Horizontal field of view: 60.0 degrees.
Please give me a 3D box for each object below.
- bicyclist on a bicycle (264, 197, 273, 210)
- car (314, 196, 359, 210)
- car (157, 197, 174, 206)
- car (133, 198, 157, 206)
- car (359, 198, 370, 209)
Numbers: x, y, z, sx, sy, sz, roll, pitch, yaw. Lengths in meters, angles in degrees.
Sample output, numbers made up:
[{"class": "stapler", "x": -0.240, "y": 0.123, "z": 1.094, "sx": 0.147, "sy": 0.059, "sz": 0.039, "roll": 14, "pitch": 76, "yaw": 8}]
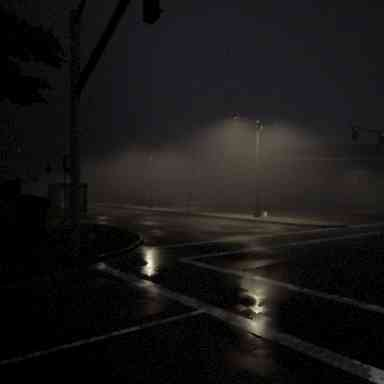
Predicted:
[{"class": "bicyclist on a bicycle", "x": 9.566, "y": 1.436, "z": 41.967, "sx": 1.656, "sy": 1.620, "sz": 0.582, "roll": -6, "pitch": -7, "yaw": -36}, {"class": "car", "x": 17.138, "y": 1.302, "z": 40.303, "sx": 2.242, "sy": 1.667, "sz": 4.611, "roll": 0, "pitch": 0, "yaw": -35}, {"class": "car", "x": -4.940, "y": 1.553, "z": 54.991, "sx": 2.033, "sy": 1.411, "sz": 5.357, "roll": 0, "pitch": 0, "yaw": -35}, {"class": "car", "x": -7.811, "y": 1.569, "z": 52.989, "sx": 1.994, "sy": 1.385, "sz": 4.181, "roll": 0, "pitch": 0, "yaw": -35}, {"class": "car", "x": 21.415, "y": 1.464, "z": 44.215, "sx": 1.970, "sy": 1.475, "sz": 3.806, "roll": 0, "pitch": 0, "yaw": -35}]
